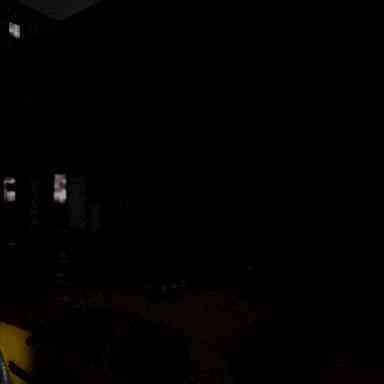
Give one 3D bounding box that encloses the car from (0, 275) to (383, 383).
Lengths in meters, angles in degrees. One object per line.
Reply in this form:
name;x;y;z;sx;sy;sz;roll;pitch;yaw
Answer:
car;-0.420;1.486;3.200;4.829;1.417;1.752;1;0;36
